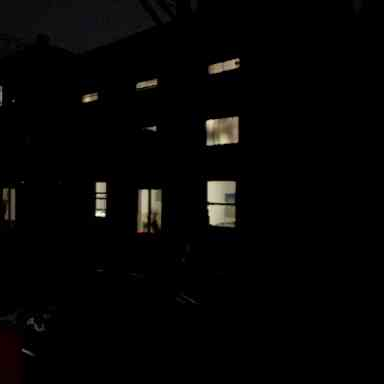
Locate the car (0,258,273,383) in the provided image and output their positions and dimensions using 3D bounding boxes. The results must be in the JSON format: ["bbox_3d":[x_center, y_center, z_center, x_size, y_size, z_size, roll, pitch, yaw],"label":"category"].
[{"bbox_3d":[-1.209,1.580,3.766,4.206,1.307,1.802,0,1,36],"label":"car"}]
